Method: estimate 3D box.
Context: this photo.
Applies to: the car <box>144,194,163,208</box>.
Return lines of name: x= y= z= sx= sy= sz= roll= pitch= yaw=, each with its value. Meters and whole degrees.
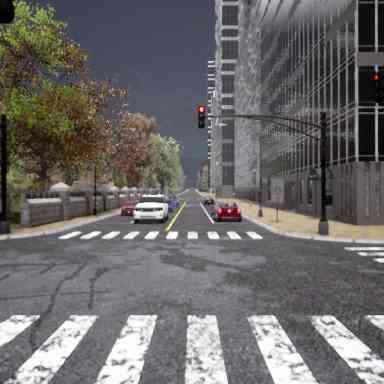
car: x=-5.593 y=1.300 z=49.006 sx=2.192 sy=1.841 sz=5.009 roll=0 pitch=0 yaw=0

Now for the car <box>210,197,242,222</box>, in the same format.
car: x=2.744 y=1.433 z=26.263 sx=1.967 sy=1.590 sz=4.097 roll=0 pitch=0 yaw=0

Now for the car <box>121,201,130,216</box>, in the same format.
car: x=-5.627 y=1.536 z=31.957 sx=1.887 sy=1.381 sz=4.507 roll=0 pitch=0 yaw=0

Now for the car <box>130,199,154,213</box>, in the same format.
car: x=-5.616 y=1.541 z=37.640 sx=2.008 sy=1.369 sz=4.403 roll=0 pitch=0 yaw=0

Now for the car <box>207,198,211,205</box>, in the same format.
car: x=2.754 y=1.557 z=31.943 sx=1.947 sy=1.339 sz=4.313 roll=0 pitch=0 yaw=0

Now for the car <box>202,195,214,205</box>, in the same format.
car: x=2.809 y=1.415 z=60.349 sx=1.967 sy=1.590 sz=4.097 roll=0 pitch=0 yaw=0

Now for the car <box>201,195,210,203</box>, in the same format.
car: x=2.832 y=1.482 z=71.884 sx=1.752 sy=1.417 sz=4.829 roll=0 pitch=0 yaw=0

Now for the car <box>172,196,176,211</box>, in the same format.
car: x=-3.026 y=1.516 z=36.742 sx=1.812 sy=1.442 sz=4.674 roll=0 pitch=0 yaw=0

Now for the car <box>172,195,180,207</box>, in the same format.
car: x=-2.975 y=1.336 z=50.710 sx=2.097 sy=1.767 sz=4.553 roll=0 pitch=0 yaw=0

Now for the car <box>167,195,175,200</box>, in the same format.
car: x=-5.517 y=1.502 z=88.788 sx=1.802 sy=1.307 sz=4.206 roll=0 pitch=0 yaw=0

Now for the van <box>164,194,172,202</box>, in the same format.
van: x=-5.537 y=1.287 z=77.422 sx=1.690 sy=1.788 sz=3.998 roll=0 pitch=0 yaw=0

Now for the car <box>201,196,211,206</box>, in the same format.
car: x=2.798 y=1.546 z=54.668 sx=1.947 sy=1.339 sz=4.313 roll=0 pitch=0 yaw=0

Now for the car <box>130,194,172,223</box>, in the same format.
car: x=-3.052 y=1.215 z=25.741 sx=2.150 sy=2.045 sz=5.566 roll=0 pitch=0 yaw=0
